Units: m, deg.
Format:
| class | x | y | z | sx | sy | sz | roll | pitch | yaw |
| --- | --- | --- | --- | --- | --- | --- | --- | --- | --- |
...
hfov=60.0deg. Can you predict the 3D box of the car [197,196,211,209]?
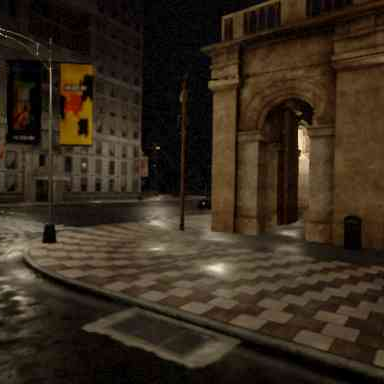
| class | x | y | z | sx | sy | sz | roll | pitch | yaw |
| --- | --- | --- | --- | --- | --- | --- | --- | --- | --- |
| car | 2.372 | 1.128 | 35.612 | 1.994 | 1.385 | 4.181 | 2 | 1 | 36 |
